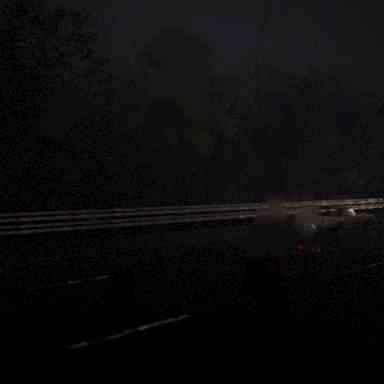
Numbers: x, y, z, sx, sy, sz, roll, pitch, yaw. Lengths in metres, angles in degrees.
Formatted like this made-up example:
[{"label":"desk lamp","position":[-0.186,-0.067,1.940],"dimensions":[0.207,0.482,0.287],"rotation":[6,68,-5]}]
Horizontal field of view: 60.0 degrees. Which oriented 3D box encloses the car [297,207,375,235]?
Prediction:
[{"label":"car","position":[7.922,1.452,18.006],"dimensions":[4.718,1.301,1.895],"rotation":[-1,0,-35]}]
